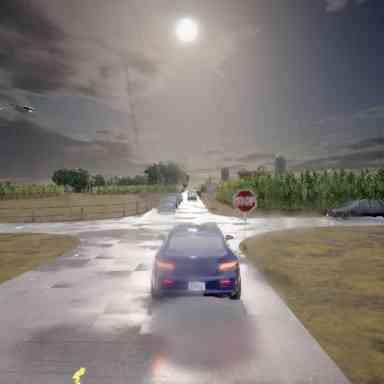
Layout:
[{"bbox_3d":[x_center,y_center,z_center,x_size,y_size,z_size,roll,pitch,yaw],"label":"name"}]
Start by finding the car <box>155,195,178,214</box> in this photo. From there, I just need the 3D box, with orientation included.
[{"bbox_3d":[-2.611,1.409,34.013,1.837,1.490,4.892,0,0,-4],"label":"car"}]

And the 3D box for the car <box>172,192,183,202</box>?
[{"bbox_3d":[-2.822,0.978,66.035,2.097,1.767,4.553,0,1,0],"label":"car"}]

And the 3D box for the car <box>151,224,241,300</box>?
[{"bbox_3d":[0.087,1.525,8.268,1.812,1.442,4.674,0,0,0],"label":"car"}]

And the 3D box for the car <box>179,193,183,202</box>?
[{"bbox_3d":[-2.863,1.332,55.889,1.895,1.301,4.718,0,1,0],"label":"car"}]

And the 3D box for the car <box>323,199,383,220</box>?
[{"bbox_3d":[12.617,1.257,24.573,5.357,1.411,2.033,-1,0,-2],"label":"car"}]

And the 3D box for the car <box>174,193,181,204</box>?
[{"bbox_3d":[-2.872,1.302,44.819,1.882,1.535,5.008,0,0,0],"label":"car"}]

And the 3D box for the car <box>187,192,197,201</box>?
[{"bbox_3d":[0.062,1.192,69.019,1.895,1.301,4.718,0,1,0],"label":"car"}]
